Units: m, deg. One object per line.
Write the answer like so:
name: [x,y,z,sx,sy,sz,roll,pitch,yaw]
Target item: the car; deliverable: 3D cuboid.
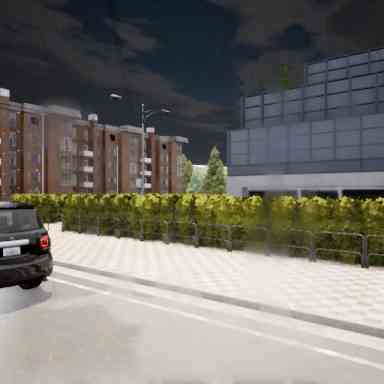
car: [-5.569,1.221,7.908,5.566,2.045,2.150,0,0,36]
